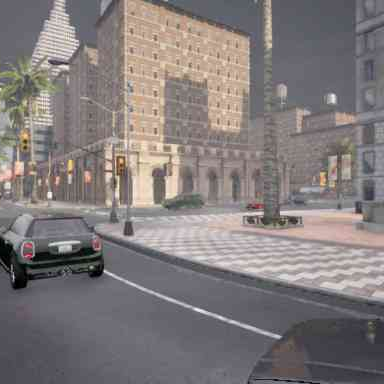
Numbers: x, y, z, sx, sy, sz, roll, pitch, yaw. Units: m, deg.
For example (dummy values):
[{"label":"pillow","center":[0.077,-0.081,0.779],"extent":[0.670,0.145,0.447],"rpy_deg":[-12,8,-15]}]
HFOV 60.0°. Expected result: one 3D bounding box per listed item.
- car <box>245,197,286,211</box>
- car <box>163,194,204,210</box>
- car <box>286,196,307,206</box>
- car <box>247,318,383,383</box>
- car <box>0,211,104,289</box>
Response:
[{"label":"car","center":[8.778,1.600,40.420],"extent":[4.718,1.301,1.895],"rpy_deg":[0,0,-33]},{"label":"car","center":[-1.015,1.221,42.610],"extent":[5.566,2.045,2.150],"rpy_deg":[0,0,-33]},{"label":"car","center":[16.674,1.504,54.178],"extent":[4.892,1.490,1.837],"rpy_deg":[0,0,-33]},{"label":"car","center":[2.976,1.548,1.897],"extent":[5.357,1.411,2.033],"rpy_deg":[0,0,35]},{"label":"car","center":[-4.247,1.352,9.553],"extent":[2.097,1.767,4.553],"rpy_deg":[0,0,-36]}]
